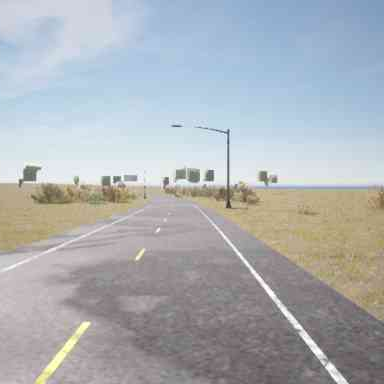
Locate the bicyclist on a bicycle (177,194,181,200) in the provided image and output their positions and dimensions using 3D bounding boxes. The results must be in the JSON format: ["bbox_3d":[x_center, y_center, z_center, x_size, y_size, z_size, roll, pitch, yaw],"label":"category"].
[{"bbox_3d":[-3.565,1.416,94.780,0.866,1.612,1.509,2,1,-5],"label":"bicyclist on a bicycle"}]
